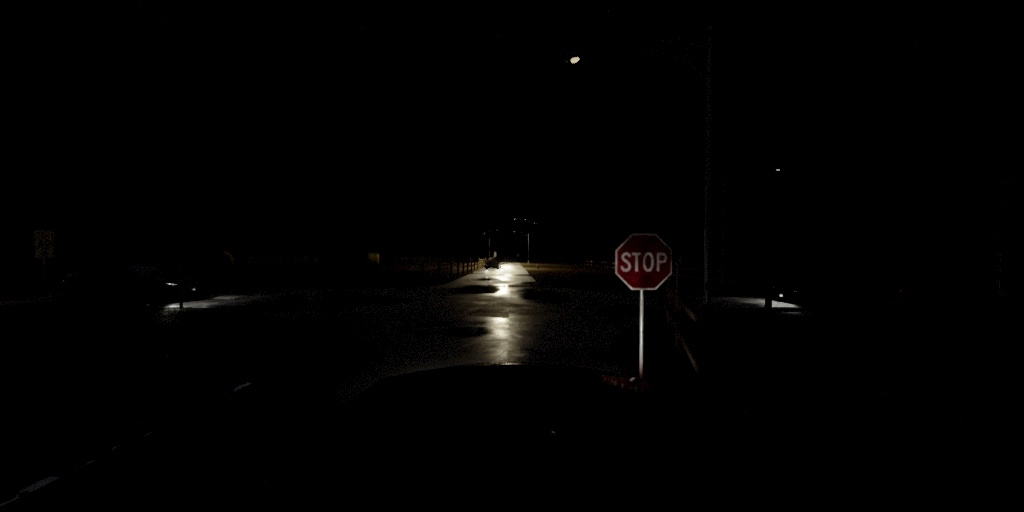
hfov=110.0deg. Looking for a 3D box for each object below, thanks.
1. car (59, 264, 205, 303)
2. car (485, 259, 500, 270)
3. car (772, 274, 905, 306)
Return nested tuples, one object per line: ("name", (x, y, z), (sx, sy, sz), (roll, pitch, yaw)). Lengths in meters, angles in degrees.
("car", (-15.363, 1.045, 14.610), (4.674, 1.442, 1.812), (1, 1, -2))
("car", (-2.738, 1.215, 50.221), (1.812, 1.442, 4.674), (0, 0, 0))
("car", (15.915, 1.612, 17.652), (5.357, 1.411, 2.033), (1, 1, 0))
